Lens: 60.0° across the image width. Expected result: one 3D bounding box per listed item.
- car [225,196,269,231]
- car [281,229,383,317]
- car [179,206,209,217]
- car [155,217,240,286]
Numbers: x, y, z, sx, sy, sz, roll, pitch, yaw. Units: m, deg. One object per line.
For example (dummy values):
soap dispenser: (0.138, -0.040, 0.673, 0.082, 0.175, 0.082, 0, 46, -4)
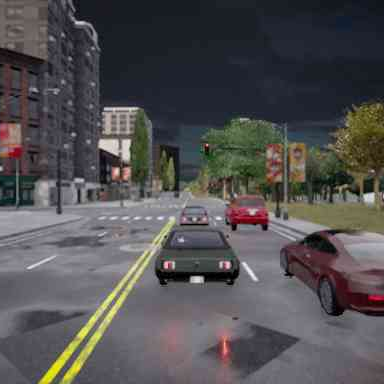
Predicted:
car: (3.394, 1.269, 21.287, 2.150, 2.045, 5.566, 0, 0, 0)
car: (3.365, 1.543, 7.384, 1.812, 1.442, 4.674, 0, 0, 0)
car: (0.145, 1.594, 21.340, 2.033, 1.411, 5.357, 0, 0, 0)
car: (0.119, 1.622, 9.451, 1.895, 1.301, 4.718, 0, 0, 0)
